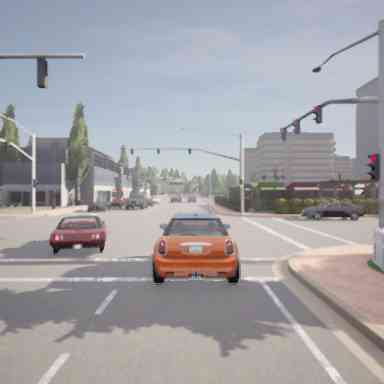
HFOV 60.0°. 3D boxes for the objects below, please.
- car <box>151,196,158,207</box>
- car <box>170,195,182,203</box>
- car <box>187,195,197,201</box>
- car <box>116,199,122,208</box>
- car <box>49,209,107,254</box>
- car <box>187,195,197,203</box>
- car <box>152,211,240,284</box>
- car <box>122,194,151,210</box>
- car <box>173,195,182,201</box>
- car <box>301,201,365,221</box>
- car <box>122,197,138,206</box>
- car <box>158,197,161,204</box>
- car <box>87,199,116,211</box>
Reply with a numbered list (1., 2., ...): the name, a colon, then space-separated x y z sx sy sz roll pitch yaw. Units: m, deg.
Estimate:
1. car: -7.066 1.578 52.589 1.994 1.385 4.181 0 0 0
2. car: -3.493 1.531 69.775 1.812 1.442 4.674 0 0 0
3. car: 0.008 1.419 79.731 2.128 1.511 4.902 0 0 0
4. car: -10.581 1.613 47.121 1.895 1.301 4.718 0 0 0
5. car: -4.560 1.604 13.710 1.895 1.301 4.718 0 0 -15
6. car: 0.007 1.550 69.455 2.033 1.411 5.357 0 0 0
7. car: 0.095 1.354 9.786 2.097 1.767 4.553 0 0 0
8. car: -7.091 1.233 43.184 2.150 2.045 5.566 0 0 1
9. car: -3.492 1.446 79.729 1.994 1.385 4.181 0 0 0
10. car: 11.274 1.499 26.774 4.902 1.511 2.128 0 0 -1
11. car: -10.540 1.579 57.069 1.994 1.385 4.181 0 0 0
12. car: -6.994 1.542 62.915 1.812 1.442 4.674 0 0 0
13. car: -10.594 1.574 38.359 1.994 1.385 4.181 0 0 0
